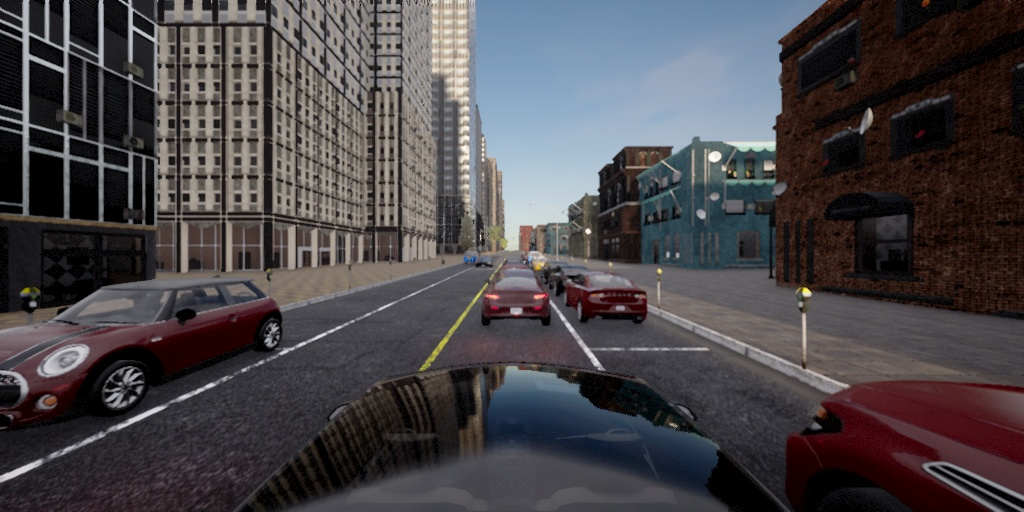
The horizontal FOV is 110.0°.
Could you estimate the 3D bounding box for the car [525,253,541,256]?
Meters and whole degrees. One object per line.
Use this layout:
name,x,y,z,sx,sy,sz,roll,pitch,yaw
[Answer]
car,2.728,0.640,38.244,2.007,1.370,4.403,0,0,0

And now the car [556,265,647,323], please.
car,2.700,1.126,11.190,1.888,1.381,4.507,0,0,0

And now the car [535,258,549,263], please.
car,2.712,0.945,22.277,1.948,1.339,4.313,0,0,0

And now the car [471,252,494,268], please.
car,-3.058,0.594,40.541,2.033,1.411,5.357,0,1,0

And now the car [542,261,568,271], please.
car,2.706,1.046,16.734,1.948,1.339,4.313,0,0,0

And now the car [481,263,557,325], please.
car,0.107,1.111,10.890,1.812,1.442,4.674,0,1,0

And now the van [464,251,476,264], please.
van,-5.642,0.229,49.203,1.690,1.789,3.998,0,0,0

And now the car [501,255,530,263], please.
car,0.129,0.846,27.644,1.994,1.385,4.181,0,1,0

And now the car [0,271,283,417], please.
car,-5.686,1.119,5.649,1.967,1.591,4.097,0,0,0

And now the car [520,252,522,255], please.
car,2.745,0.103,54.675,2.192,1.841,5.009,0,0,0

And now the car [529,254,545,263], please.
car,2.723,0.715,32.937,1.751,1.417,4.829,0,0,0

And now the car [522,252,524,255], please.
car,2.739,0.329,49.198,1.967,1.591,4.097,0,0,0

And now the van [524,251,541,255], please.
van,2.734,0.330,43.721,1.690,1.789,3.998,0,0,0
